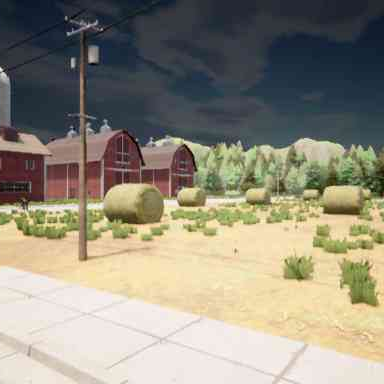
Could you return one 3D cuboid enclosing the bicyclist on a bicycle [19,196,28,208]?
[{"bbox_3d":[-17.371,1.249,34.258,1.656,1.620,0.582,0,0,34],"label":"bicyclist on a bicycle"}]
